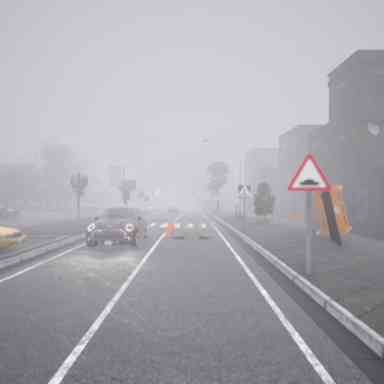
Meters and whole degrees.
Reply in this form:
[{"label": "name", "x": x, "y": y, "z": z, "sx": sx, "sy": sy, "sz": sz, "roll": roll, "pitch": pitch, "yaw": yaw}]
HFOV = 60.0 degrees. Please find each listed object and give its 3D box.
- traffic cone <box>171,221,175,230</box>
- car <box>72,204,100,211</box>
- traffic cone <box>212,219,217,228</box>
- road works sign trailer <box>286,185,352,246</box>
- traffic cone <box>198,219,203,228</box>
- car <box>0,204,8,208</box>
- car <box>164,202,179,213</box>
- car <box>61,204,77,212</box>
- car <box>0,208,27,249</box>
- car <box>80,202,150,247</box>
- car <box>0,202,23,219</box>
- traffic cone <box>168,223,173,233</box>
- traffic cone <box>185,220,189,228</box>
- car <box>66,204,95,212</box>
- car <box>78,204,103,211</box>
[{"label": "traffic cone", "x": -1.369, "y": 2.178, "z": 20.194, "sx": 0.340, "sy": 0.580, "sz": 0.340, "roll": 0, "pitch": -1, "yaw": 0}, {"label": "car", "x": -21.797, "y": 3.144, "z": 68.356, "sx": 5.008, "sy": 1.535, "sz": 2.097, "roll": 0, "pitch": -2, "yaw": 0}, {"label": "traffic cone", "x": 1.634, "y": 2.280, "z": 24.192, "sx": 0.340, "sy": 0.580, "sz": 0.340, "roll": 0, "pitch": -2, "yaw": 0}, {"label": "road works sign trailer", "x": 5.647, "y": 0.983, "z": 14.554, "sx": 2.880, "sy": 2.380, "sz": 3.560, "roll": -12, "pitch": -4, "yaw": 13}, {"label": "traffic cone", "x": 0.634, "y": 2.280, "z": 24.192, "sx": 0.340, "sy": 0.580, "sz": 0.340, "roll": 0, "pitch": -2, "yaw": 0}, {"label": "car", "x": -21.890, "y": 2.121, "z": 34.316, "sx": 4.674, "sy": 1.452, "sz": 2.002, "roll": 0, "pitch": -2, "yaw": 0}, {"label": "car", "x": -3.208, "y": 2.894, "z": 57.117, "sx": 2.033, "sy": 1.411, "sz": 5.357, "roll": 0, "pitch": -2, "yaw": 0}, {"label": "car", "x": -21.816, "y": 2.979, "z": 61.809, "sx": 4.674, "sy": 1.452, "sz": 2.002, "roll": 0, "pitch": -2, "yaw": 0}, {"label": "car", "x": -9.369, "y": 1.560, "z": 12.939, "sx": 5.366, "sy": 1.575, "sz": 1.946, "roll": 0, "pitch": -1, "yaw": 0}, {"label": "car", "x": -3.342, "y": 1.479, "z": 15.522, "sx": 2.097, "sy": 1.767, "sz": 4.553, "roll": 0, "pitch": -1, "yaw": 0}, {"label": "car", "x": -21.950, "y": 2.053, "z": 37.490, "sx": 4.553, "sy": 1.767, "sz": 2.185, "roll": 0, "pitch": -2, "yaw": 0}, {"label": "traffic cone", "x": -1.371, "y": 2.134, "z": 18.194, "sx": 0.340, "sy": 0.580, "sz": 0.340, "roll": 0, "pitch": -1, "yaw": 0}, {"label": "traffic cone", "x": -0.365, "y": 2.280, "z": 24.194, "sx": 0.340, "sy": 0.580, "sz": 0.340, "roll": 0, "pitch": -2, "yaw": 0}, {"label": "car", "x": -21.799, "y": 3.043, "z": 65.084, "sx": 4.892, "sy": 1.521, "sz": 2.231, "roll": 0, "pitch": -2, "yaw": 0}, {"label": "car", "x": -21.776, "y": 3.283, "z": 71.502, "sx": 4.674, "sy": 1.452, "sz": 2.002, "roll": 0, "pitch": -2, "yaw": 0}]
